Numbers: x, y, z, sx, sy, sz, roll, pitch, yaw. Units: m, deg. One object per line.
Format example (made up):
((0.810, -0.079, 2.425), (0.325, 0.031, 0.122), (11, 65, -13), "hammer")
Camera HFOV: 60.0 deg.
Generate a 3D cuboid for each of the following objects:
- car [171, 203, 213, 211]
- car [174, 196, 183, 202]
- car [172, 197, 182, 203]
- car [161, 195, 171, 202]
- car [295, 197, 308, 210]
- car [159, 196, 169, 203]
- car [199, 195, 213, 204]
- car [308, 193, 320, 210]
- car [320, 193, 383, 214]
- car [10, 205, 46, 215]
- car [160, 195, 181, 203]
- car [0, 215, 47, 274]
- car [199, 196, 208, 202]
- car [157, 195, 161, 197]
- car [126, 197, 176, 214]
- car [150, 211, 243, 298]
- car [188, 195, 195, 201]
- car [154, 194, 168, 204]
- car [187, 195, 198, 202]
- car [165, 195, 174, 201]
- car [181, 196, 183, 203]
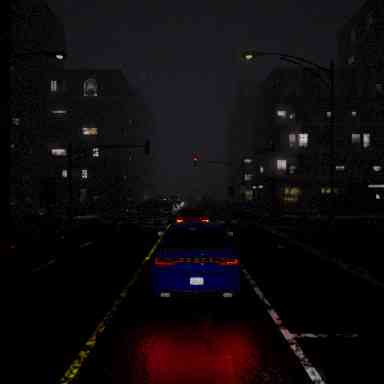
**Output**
((0.079, 1.526, 17.894), (1.812, 1.442, 4.674), (0, 0, 1), "car")
((-3.086, 1.621, 78.483), (1.895, 1.301, 4.718), (0, 0, 0), "car")
((-3.084, 1.626, 68.144), (1.895, 1.301, 4.718), (0, 0, 0), "car")
((-5.771, 1.470, 74.513), (1.967, 1.590, 4.097), (0, 0, 0), "car")
((14.519, 1.014, 38.121), (5.009, 1.841, 2.192), (-1, 1, -1), "car")
((-5.765, 1.550, 68.660), (1.752, 1.417, 4.829), (0, 0, 0), "car")
((2.628, 1.458, 57.476), (1.967, 1.590, 4.097), (0, 0, 0), "car")
((15.456, 1.192, 35.559), (4.892, 1.490, 1.837), (-1, 0, -1), "car")
((14.663, 1.029, 29.743), (5.009, 1.841, 2.192), (-1, 1, -1), "car")
((-16.709, 1.888, 32.043), (4.718, 1.301, 1.895), (-1, 0, -1), "car")
((-3.133, 1.560, 49.154), (2.033, 1.411, 5.357), (0, 0, -1), "car")
((-5.750, 1.582, 9.759), (1.802, 1.307, 4.206), (0, 0, 0), "car")
((2.610, 1.612, 74.524), (1.802, 1.307, 4.206), (0, 0, 0), "car")
((-5.746, 1.580, 51.783), (1.947, 1.339, 4.313), (0, 0, 0), "car")
((-4.513, 1.561, 35.363), (4.892, 1.490, 1.837), (-1, 0, -1), "car")
((0.094, 1.477, 8.554), (1.882, 1.535, 5.008), (0, 0, 0), "car")
((-0.097, 1.522, 90.366), (1.882, 1.535, 5.008), (0, 0, 0), "car")
((-5.759, 1.336, 63.148), (2.192, 1.841, 5.009), (0, 0, 0), "car")
((-0.058, 1.384, 73.757), (2.097, 1.767, 4.553), (0, 0, 0), "car")
((-5.783, 1.480, 85.878), (1.967, 1.590, 4.097), (0, 0, 0), "car")
((-3.142, 1.370, 58.636), (2.097, 1.767, 4.553), (0, 0, 0), "car")
